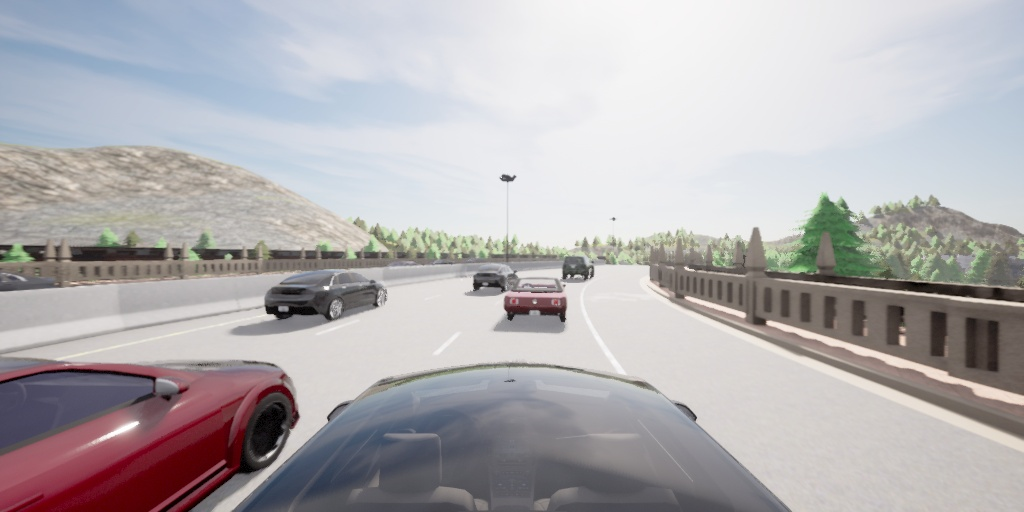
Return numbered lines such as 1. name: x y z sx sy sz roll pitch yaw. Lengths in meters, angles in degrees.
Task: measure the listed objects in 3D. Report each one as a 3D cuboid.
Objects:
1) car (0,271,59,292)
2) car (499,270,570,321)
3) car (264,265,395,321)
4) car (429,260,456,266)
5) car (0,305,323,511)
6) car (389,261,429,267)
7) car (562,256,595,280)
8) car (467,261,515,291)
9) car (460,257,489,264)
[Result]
1. car: -16.990 1.158 10.524 2.128 1.511 4.902 0 0 5
2. car: 0.948 1.355 12.552 1.895 1.301 4.718 0 0 7
3. car: -6.065 1.225 12.347 1.837 1.490 4.892 0 0 6
4. car: -9.657 1.224 48.967 1.882 1.535 5.008 0 0 27
5. car: -3.275 1.298 2.146 1.994 1.385 4.181 0 0 0
6. car: -9.488 1.194 30.506 2.128 1.511 4.902 0 0 17
7. car: 5.965 0.999 31.946 2.150 2.045 5.566 0 0 21
8. car: -0.899 1.249 21.387 1.837 1.490 4.892 0 0 12
9. car: -5.070 0.878 50.207 2.033 1.411 5.357 0 0 28
